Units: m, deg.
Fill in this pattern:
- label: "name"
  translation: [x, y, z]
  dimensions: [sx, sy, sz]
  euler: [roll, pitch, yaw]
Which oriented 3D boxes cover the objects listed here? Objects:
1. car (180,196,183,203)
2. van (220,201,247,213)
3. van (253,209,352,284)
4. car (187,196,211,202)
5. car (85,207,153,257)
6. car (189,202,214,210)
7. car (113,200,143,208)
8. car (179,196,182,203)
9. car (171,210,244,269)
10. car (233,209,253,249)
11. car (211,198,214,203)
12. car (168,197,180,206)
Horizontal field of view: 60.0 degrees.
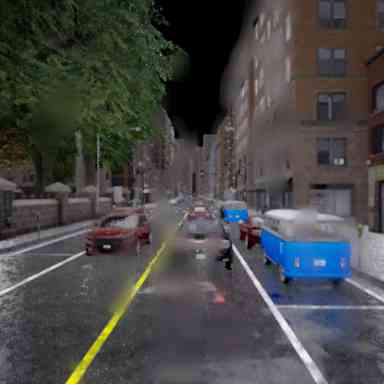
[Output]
- label: "car"
  translation: [-3.882, 2.278, 81.364]
  dimensions: [1.887, 1.381, 4.507]
  euler: [0, -1, 1]
- label: "van"
  translation: [3.426, 1.610, 26.641]
  dimensions: [1.690, 1.788, 3.998]
  euler: [0, -1, 1]
- label: "van"
  translation: [3.047, 1.448, 9.665]
  dimensions: [1.690, 1.788, 3.998]
  euler: [0, -1, 1]
- label: "car"
  translation: [0.884, 1.721, 38.609]
  dimensions: [2.097, 1.767, 4.553]
  euler: [0, 0, 3]
- label: "car"
  translation: [-2.818, 1.605, 13.736]
  dimensions: [1.882, 1.535, 5.008]
  euler: [0, -1, 1]
- label: "car"
  translation: [0.655, 1.779, 25.843]
  dimensions: [1.812, 1.442, 4.674]
  euler: [0, -1, 1]
- label: "car"
  translation: [-5.098, 1.558, 26.792]
  dimensions: [2.192, 1.841, 5.009]
  euler: [0, -1, 1]
- label: "car"
  translation: [-4.003, 2.233, 75.914]
  dimensions: [2.008, 1.369, 4.403]
  euler: [0, -1, 1]
- label: "car"
  translation: [0.334, 1.610, 11.591]
  dimensions: [2.128, 1.511, 4.902]
  euler: [0, 0, 1]
- label: "car"
  translation: [3.173, 1.706, 15.322]
  dimensions: [1.887, 1.381, 4.507]
  euler: [0, -1, 1]
- label: "car"
  translation: [4.763, 2.251, 86.660]
  dimensions: [1.967, 1.590, 4.097]
  euler: [0, -1, 1]
- label: "car"
  translation: [-4.129, 2.156, 70.296]
  dimensions: [1.752, 1.417, 4.829]
  euler: [0, -1, 1]
